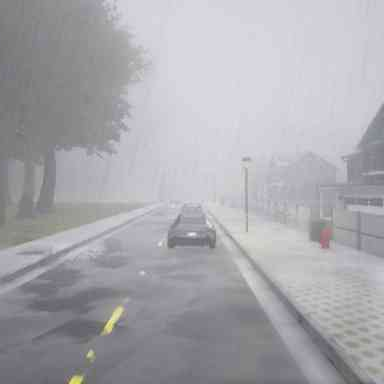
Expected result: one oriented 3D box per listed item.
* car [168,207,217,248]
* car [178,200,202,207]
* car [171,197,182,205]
[{"bbox_3d":[0.001,1.573,14.649,1.994,1.385,4.181,0,0,0],"label":"car"},{"bbox_3d":[0.001,1.626,29.680,1.895,1.301,4.718,0,0,0],"label":"car"},{"bbox_3d":[-2.749,1.648,61.650,1.994,1.385,4.181,0,0,0],"label":"car"}]
